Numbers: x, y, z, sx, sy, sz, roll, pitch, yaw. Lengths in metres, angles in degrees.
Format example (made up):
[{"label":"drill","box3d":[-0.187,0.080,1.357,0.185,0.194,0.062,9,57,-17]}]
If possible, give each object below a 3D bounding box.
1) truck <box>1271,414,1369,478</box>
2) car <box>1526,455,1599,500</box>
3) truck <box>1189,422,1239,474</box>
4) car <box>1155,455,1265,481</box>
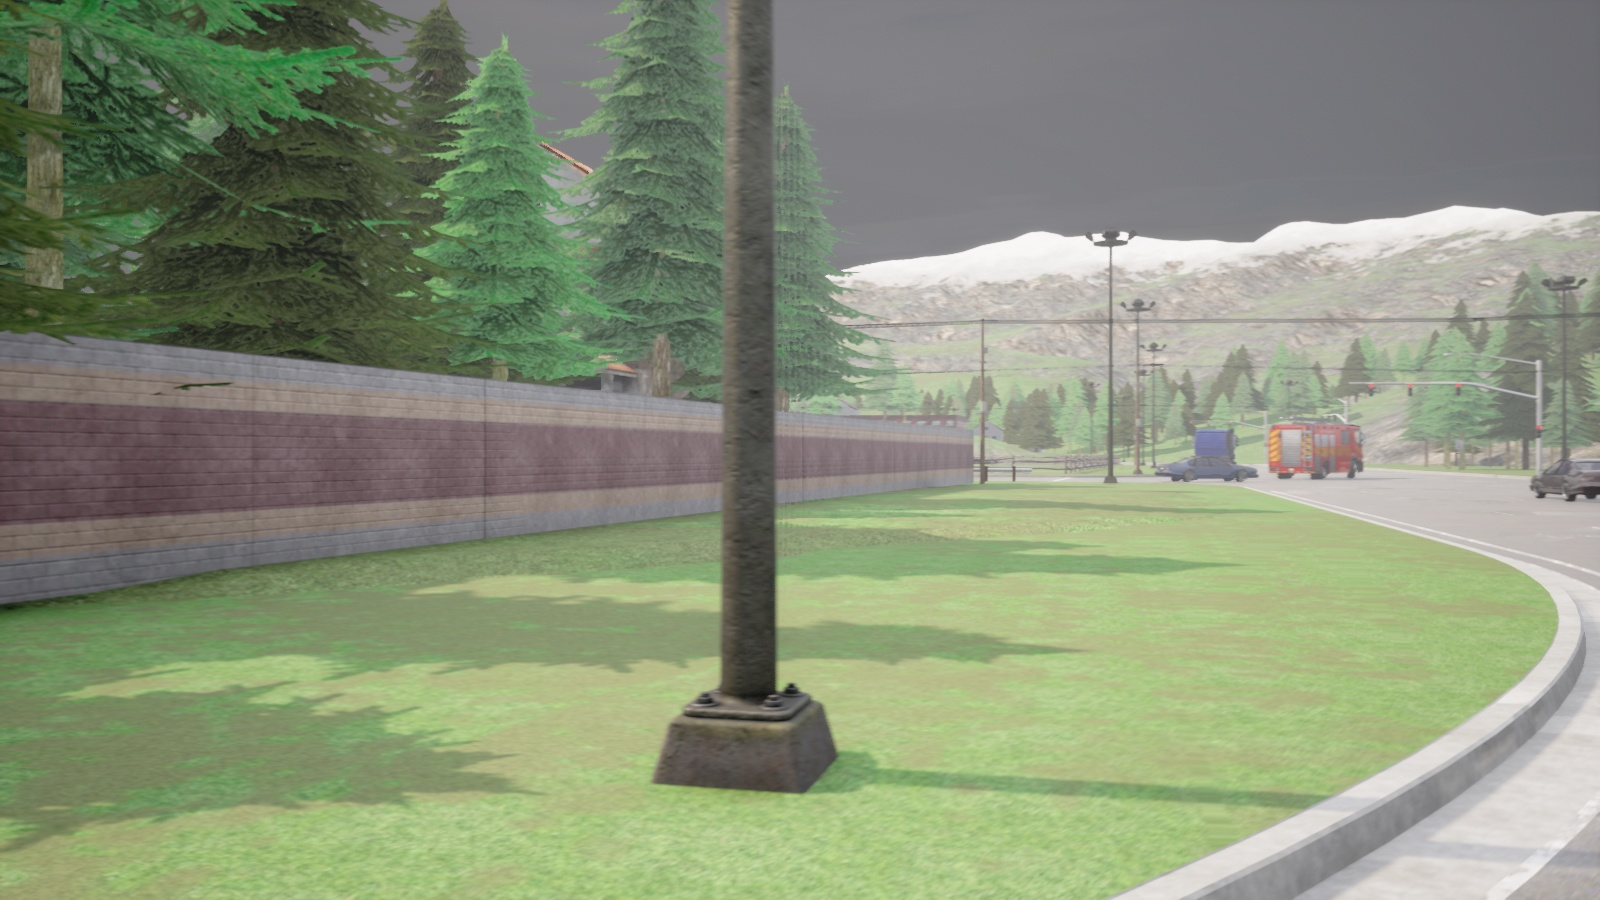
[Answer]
[{"label":"truck","box3d":[32.828,-0.244,79.020,2.891,3.827,8.468,0,0,43]},{"label":"car","box3d":[25.869,0.860,41.363,2.033,1.411,5.357,0,0,15]},{"label":"truck","box3d":[29.893,-0.049,90.509,2.891,3.462,7.936,1,-2,22]},{"label":"car","box3d":[22.316,0.961,68.418,5.357,1.411,2.033,0,0,-7]}]
